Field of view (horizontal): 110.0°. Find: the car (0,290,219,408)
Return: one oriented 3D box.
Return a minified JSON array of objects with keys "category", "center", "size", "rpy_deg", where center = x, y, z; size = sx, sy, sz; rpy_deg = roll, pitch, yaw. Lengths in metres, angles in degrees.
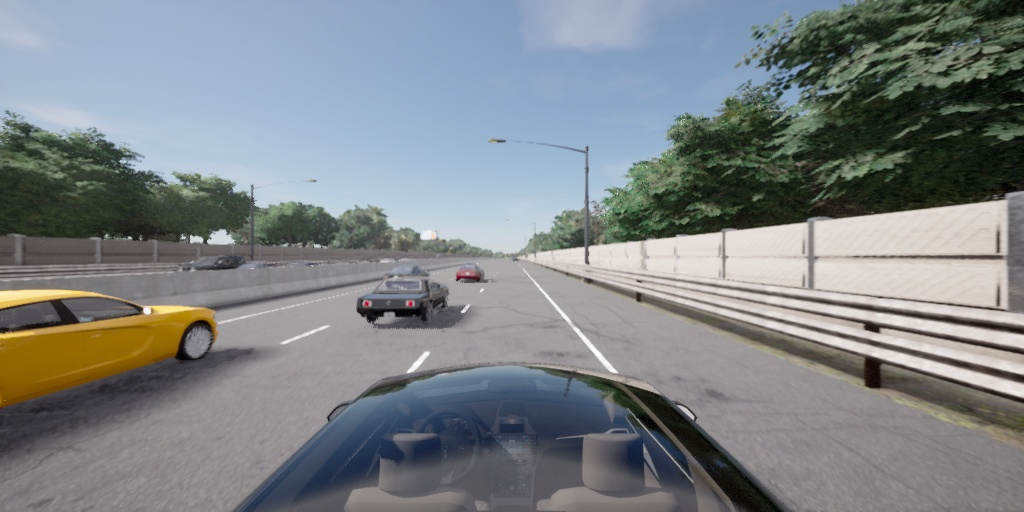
[{"category":"car","center":[-6.916,1.230,5.238],"size":[1.882,1.535,5.008],"rpy_deg":[0,0,0]}]

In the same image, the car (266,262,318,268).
[{"category":"car","center":[-17.603,1.261,29.726],"size":[1.837,1.490,4.892],"rpy_deg":[0,0,0]}]

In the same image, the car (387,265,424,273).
[{"category":"car","center":[-6.911,1.304,23.930],"size":[2.033,1.411,5.357],"rpy_deg":[0,0,0]}]

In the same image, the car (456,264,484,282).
[{"category":"car","center":[-3.410,1.320,29.594],"size":[1.994,1.385,4.181],"rpy_deg":[0,0,0]}]

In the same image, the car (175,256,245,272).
[{"category":"car","center":[-24.602,0.978,29.735],"size":[2.150,2.045,5.566],"rpy_deg":[0,0,0]}]

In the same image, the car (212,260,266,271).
[{"category":"car","center":[-21.104,1.304,29.383],"size":[2.033,1.411,5.357],"rpy_deg":[0,0,0]}]

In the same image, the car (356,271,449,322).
[{"category":"car","center":[-3.406,1.356,12.211],"size":[1.895,1.301,4.718],"rpy_deg":[0,0,0]}]
